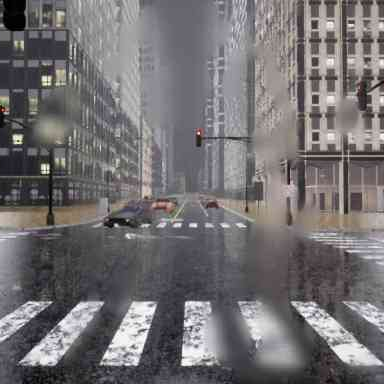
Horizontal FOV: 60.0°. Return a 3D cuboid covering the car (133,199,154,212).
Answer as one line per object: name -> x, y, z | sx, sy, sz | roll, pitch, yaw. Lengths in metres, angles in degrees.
car -> -5.684, 1.597, 39.367 | 1.802, 1.307, 4.206 | 1, 0, 0

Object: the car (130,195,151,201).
car -> -5.680, 1.453, 33.792 | 1.967, 1.590, 4.097 | 1, 0, 0

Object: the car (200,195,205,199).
car -> 2.694, 1.547, 56.332 | 1.752, 1.417, 4.829 | 1, 0, 0

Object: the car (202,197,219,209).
car -> 2.695, 1.599, 45.006 | 1.802, 1.307, 4.206 | 1, 0, 0

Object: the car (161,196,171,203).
car -> -5.690, 1.573, 72.818 | 1.887, 1.381, 4.507 | 1, 0, 0

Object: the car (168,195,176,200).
car -> -5.695, 1.605, 95.119 | 1.947, 1.339, 4.313 | 1, 0, 0

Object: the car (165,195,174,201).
car -> -5.692, 1.578, 83.968 | 1.887, 1.381, 4.507 | 1, 0, 0

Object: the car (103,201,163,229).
car -> -3.882, 1.556, 22.055 | 2.033, 1.411, 5.357 | 0, 0, 12

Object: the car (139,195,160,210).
car -> -5.680, 1.332, 44.943 | 2.192, 1.841, 5.009 | 1, 0, 0

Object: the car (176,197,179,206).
car -> -3.091, 1.528, 53.636 | 1.837, 1.490, 4.892 | 0, -1, 0

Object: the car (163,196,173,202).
car -> -5.691, 1.582, 78.393 | 2.008, 1.369, 4.403 | 1, 0, 0

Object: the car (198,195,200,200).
car -> 2.692, 1.590, 61.739 | 1.947, 1.339, 4.313 | 1, 0, 0

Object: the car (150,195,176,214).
car -> -3.105, 1.366, 35.653 | 2.097, 1.767, 4.553 | 0, 0, 0

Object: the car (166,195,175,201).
car -> -5.693, 1.587, 89.544 | 2.008, 1.369, 4.403 | 1, 0, 0
